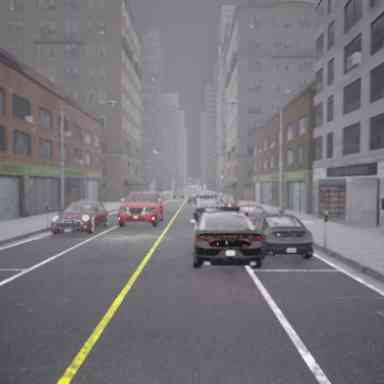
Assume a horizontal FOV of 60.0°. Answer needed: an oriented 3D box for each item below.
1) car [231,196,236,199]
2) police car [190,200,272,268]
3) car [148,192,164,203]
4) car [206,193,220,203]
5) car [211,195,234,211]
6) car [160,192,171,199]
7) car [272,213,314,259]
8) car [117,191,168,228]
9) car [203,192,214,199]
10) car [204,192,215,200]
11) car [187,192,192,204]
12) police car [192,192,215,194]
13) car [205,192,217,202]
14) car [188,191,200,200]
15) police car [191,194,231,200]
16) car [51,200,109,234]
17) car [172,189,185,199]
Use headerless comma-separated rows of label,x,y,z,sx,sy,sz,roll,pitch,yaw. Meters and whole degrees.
car,2.953,1.056,28.121,1.967,1.590,4.097,-1,1,0
police car,0.976,1.274,10.831,1.930,1.638,5.238,0,1,0
car,-5.411,0.763,50.200,1.967,1.590,4.097,-1,1,0
car,3.116,0.892,50.140,1.947,1.339,4.313,-1,1,0
car,2.995,1.087,33.626,1.887,1.381,4.507,-1,1,0
car,-5.289,0.655,66.716,1.887,1.381,4.507,-1,1,0
car,2.834,1.389,11.608,2.008,1.369,4.403,-1,1,0
car,-2.954,0.942,20.281,2.150,2.045,5.566,0,1,0
car,3.236,0.657,66.654,1.887,1.381,4.507,-1,1,0
car,3.196,0.728,61.149,1.887,1.381,4.507,-1,1,0
car,0.349,0.893,46.947,1.812,1.442,4.674,0,1,1
police car,1.093,1.058,26.831,1.930,1.638,5.238,0,1,0
car,3.156,0.799,55.644,1.887,1.381,4.507,-1,1,0
car,0.443,0.676,61.032,2.128,1.511,4.902,0,1,0
police car,1.045,1.138,20.831,1.930,1.638,5.238,0,1,0
car,-5.652,1.201,17.174,1.967,1.590,4.097,-1,1,0
car,-2.533,0.470,64.287,2.150,2.045,5.566,0,1,0
